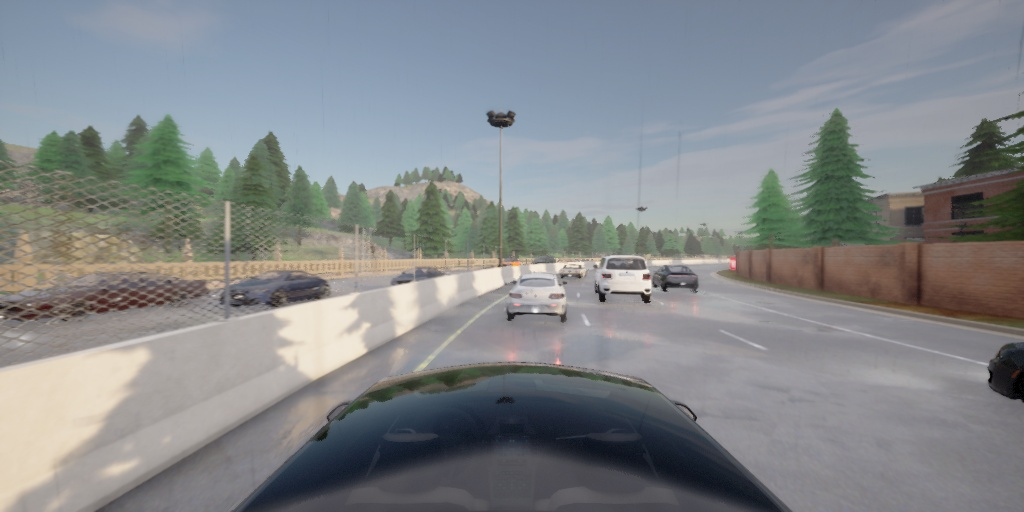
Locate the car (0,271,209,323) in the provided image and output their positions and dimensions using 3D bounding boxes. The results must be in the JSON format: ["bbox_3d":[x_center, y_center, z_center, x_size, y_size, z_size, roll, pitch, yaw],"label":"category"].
[{"bbox_3d":[-13.403,1.240,12.220,2.033,1.411,5.357,0,0,6],"label":"car"}]

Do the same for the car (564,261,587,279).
[{"bbox_3d":[5.678,1.381,32.681,1.895,1.301,4.718,0,0,19],"label":"car"}]

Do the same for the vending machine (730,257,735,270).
[{"bbox_3d":[32.025,1.094,51.868,1.100,2.100,0.880,0,0,39],"label":"vending machine"}]

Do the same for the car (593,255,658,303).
[{"bbox_3d":[5.163,0.997,17.207,2.150,2.045,5.566,0,0,10],"label":"car"}]

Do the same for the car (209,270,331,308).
[{"bbox_3d":[-9.507,1.275,14.824,1.994,1.385,4.181,0,0,8],"label":"car"}]

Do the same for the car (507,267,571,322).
[{"bbox_3d":[0.919,1.282,12.320,1.812,1.442,4.674,0,0,7],"label":"car"}]

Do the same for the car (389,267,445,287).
[{"bbox_3d":[-5.105,1.295,20.087,1.994,1.385,4.181,0,0,11],"label":"car"}]

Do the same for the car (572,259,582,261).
[{"bbox_3d":[10.609,1.298,58.165,2.128,1.511,4.902,0,0,34],"label":"car"}]

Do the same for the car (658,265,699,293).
[{"bbox_3d":[9.665,1.287,21.467,2.128,1.511,4.902,0,0,13],"label":"car"}]

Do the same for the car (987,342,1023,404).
[{"bbox_3d":[7.220,1.287,2.663,1.837,1.490,4.892,0,0,1],"label":"car"}]

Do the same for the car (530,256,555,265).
[{"bbox_3d":[4.847,1.001,55.642,2.150,2.045,5.566,0,0,31],"label":"car"}]

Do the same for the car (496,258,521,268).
[{"bbox_3d":[-0.468,1.108,53.399,2.097,1.767,4.553,0,0,29],"label":"car"}]
